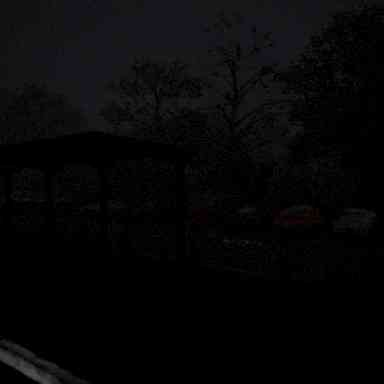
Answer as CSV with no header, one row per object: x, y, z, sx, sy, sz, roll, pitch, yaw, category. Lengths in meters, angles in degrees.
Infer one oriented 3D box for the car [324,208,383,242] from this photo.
8.393,1.546,16.733,2.002,1.452,4.674,1,0,35,car

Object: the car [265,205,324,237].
6.130,1.479,18.339,2.097,1.535,5.008,1,0,35,car

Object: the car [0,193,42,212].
-16.483,1.218,34.433,2.097,1.535,5.008,1,0,35,car

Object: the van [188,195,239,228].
1.678,1.201,21.654,1.878,1.987,4.442,1,0,35,van

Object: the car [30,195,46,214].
-11.958,1.271,31.216,2.231,1.521,4.892,1,0,35,car

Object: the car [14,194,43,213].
-14.220,1.244,32.824,2.097,1.535,5.008,1,0,35,car

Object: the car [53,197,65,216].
-9.684,1.326,29.627,2.163,1.488,4.792,1,0,35,car

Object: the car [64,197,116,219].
-7.546,1.319,27.843,1.946,1.575,5.366,1,0,35,car

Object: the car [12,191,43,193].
-18.762,0.941,36.013,2.435,2.045,5.566,1,0,35,car

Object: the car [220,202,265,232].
3.867,1.493,19.950,2.002,1.452,4.674,1,0,35,car

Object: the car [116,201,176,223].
-2.931,1.404,24.753,2.163,1.488,4.792,1,0,35,car
